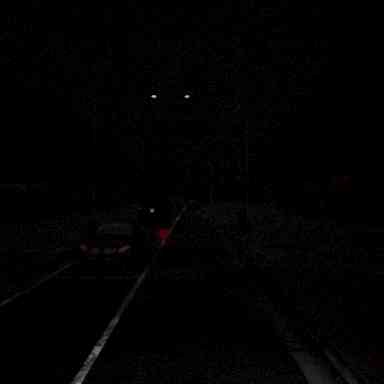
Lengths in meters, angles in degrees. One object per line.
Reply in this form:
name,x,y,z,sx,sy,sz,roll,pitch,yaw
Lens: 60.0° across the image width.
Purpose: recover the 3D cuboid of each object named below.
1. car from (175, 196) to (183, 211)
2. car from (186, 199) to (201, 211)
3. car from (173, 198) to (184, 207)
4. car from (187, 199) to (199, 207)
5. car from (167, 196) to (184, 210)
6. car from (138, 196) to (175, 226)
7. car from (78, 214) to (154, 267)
car,-2.481,1.565,44.857,2.192,1.841,5.009,1,0,0
car,0.189,1.731,45.306,1.882,1.535,5.008,0,0,1
car,-2.435,1.880,61.282,1.752,1.417,4.829,1,0,0
car,0.179,1.902,58.458,1.994,1.385,4.181,0,0,0
car,-2.464,1.600,50.389,2.192,1.841,5.009,1,0,0
car,-2.677,1.357,25.050,2.150,2.045,5.566,0,0,0
car,-2.590,1.641,11.661,1.802,1.307,4.206,1,0,0
